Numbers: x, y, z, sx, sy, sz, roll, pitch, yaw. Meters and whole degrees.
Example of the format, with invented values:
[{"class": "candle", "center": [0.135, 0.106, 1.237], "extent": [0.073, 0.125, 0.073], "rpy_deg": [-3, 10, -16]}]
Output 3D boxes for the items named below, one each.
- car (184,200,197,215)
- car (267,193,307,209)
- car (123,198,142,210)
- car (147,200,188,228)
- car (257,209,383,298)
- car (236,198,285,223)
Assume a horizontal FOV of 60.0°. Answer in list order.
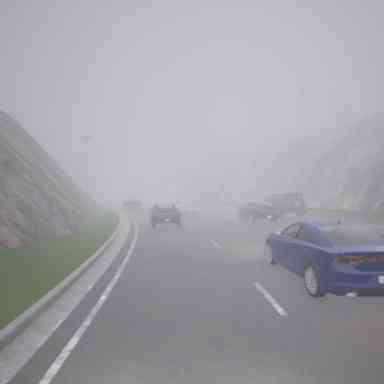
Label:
[{"class": "car", "center": [-0.808, 1.499, 33.517], "extent": [1.812, 1.442, 4.674], "rpy_deg": [0, 0, -15]}, {"class": "car", "center": [7.630, 1.095, 28.612], "extent": [2.150, 2.045, 5.566], "rpy_deg": [0, 0, -13]}, {"class": "car", "center": [-7.821, 1.527, 43.357], "extent": [1.882, 1.535, 5.008], "rpy_deg": [0, 0, -20]}, {"class": "car", "center": [-1.894, 1.490, 22.328], "extent": [2.128, 1.511, 4.902], "rpy_deg": [-1, 0, -10]}, {"class": "car", "center": [3.328, 1.427, 8.470], "extent": [1.882, 1.535, 5.008], "rpy_deg": [0, 0, -4]}, {"class": "car", "center": [4.768, 1.418, 24.863], "extent": [1.837, 1.490, 4.892], "rpy_deg": [0, 0, -11]}]
